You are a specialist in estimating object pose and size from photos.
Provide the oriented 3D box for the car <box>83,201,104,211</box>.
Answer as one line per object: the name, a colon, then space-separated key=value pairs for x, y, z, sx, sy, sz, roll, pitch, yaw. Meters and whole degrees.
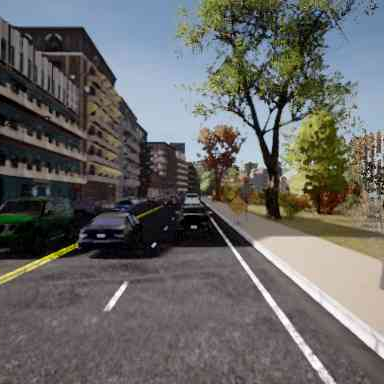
car: x=-9.845 y=1.571 z=31.878 sx=2.033 sy=1.411 sz=5.357 roll=0 pitch=0 yaw=0

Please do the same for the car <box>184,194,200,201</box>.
car: x=0.005 y=1.262 z=50.310 sx=2.150 sy=2.045 sz=5.566 roll=0 pitch=0 yaw=0

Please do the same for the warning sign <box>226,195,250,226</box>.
warning sign: x=2.844 y=1.130 z=20.636 sx=1.300 sy=1.860 sz=1.060 roll=-1 pitch=-1 yaw=0

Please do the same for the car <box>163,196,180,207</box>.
car: x=-3.244 y=1.642 z=50.727 sx=1.895 sy=1.301 sz=4.718 roll=0 pitch=0 yaw=0

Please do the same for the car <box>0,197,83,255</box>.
car: x=-6.599 y=1.231 z=13.706 sx=2.150 sy=2.045 sz=5.566 roll=0 pitch=0 yaw=0

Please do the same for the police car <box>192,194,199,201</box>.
police car: x=0.984 y=1.512 z=90.740 sx=1.930 sy=1.638 sz=5.238 roll=0 pitch=0 yaw=0

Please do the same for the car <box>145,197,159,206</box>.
car: x=-6.496 y=1.565 z=54.691 sx=1.837 sy=1.490 sz=4.892 roll=0 pitch=0 yaw=0

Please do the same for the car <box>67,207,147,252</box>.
car: x=-3.146 y=1.557 z=13.995 sx=2.033 sy=1.411 sz=5.357 roll=0 pitch=0 yaw=0

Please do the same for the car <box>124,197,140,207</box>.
car: x=-9.747 y=1.572 z=54.472 sx=1.812 sy=1.442 sz=4.674 roll=0 pitch=0 yaw=0

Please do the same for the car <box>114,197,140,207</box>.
car: x=-6.592 y=1.550 z=32.806 sx=1.812 sy=1.442 sz=4.674 roll=0 pitch=0 yaw=0

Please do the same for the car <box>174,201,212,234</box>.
car: x=0.104 y=1.518 z=19.278 sx=1.837 sy=1.490 sz=4.892 roll=0 pitch=0 yaw=0
